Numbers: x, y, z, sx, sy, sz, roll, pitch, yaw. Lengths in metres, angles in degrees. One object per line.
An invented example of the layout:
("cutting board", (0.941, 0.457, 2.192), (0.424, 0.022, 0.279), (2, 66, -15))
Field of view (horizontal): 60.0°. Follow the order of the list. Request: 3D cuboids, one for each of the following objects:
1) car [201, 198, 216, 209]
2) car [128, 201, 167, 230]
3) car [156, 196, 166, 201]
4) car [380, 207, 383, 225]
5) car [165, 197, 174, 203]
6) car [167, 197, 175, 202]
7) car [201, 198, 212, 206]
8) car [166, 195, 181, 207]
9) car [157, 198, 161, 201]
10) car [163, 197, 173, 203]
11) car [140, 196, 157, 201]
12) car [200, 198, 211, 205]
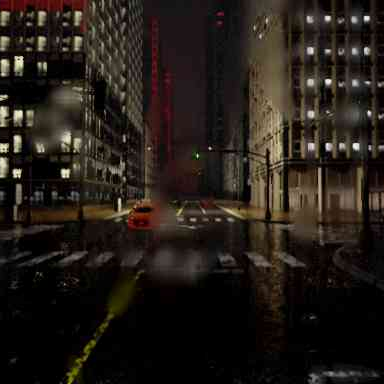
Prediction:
("car", (2.710, 1.840, 51.010), (1.802, 1.307, 4.206), (1, 0, 0))
("car", (-2.996, 1.605, 22.168), (1.882, 1.535, 5.008), (0, 0, 0))
("car", (-5.665, 1.573, 50.950), (2.192, 1.841, 5.009), (1, 0, 0))
("car", (15.144, 1.649, 21.713), (5.008, 1.535, 1.882), (0, -1, 0))
("car", (-5.665, 1.979, 84.399), (2.008, 1.369, 4.403), (1, 0, 0))
("car", (-5.665, 2.002, 89.975), (1.887, 1.381, 4.507), (1, 0, 0))
("car", (2.713, 1.841, 62.335), (1.752, 1.417, 4.829), (1, 0, 0))
("car", (-2.993, 1.469, 55.873), (2.150, 2.045, 5.566), (0, 0, 0))
("car", (-5.671, 1.812, 45.374), (1.802, 1.307, 4.206), (1, 0, 0))
("car", (-5.666, 1.945, 78.824), (1.887, 1.381, 4.507), (1, 0, 0))
("car", (-5.669, 1.642, 39.799), (1.967, 1.590, 4.097), (1, 0, 0))
("car", (2.713, 1.909, 67.742), (1.947, 1.339, 4.313), (1, 0, 0))
